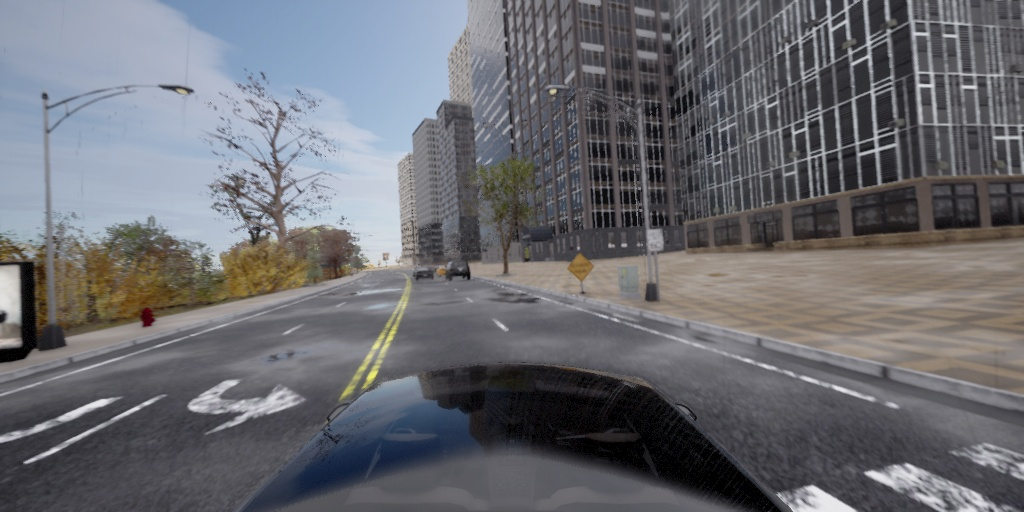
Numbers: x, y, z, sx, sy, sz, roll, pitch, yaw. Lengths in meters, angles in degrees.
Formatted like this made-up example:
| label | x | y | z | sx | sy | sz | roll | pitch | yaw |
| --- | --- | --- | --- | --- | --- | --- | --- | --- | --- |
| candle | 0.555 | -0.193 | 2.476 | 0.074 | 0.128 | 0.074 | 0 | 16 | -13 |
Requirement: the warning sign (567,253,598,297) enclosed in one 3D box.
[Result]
| label | x | y | z | sx | sy | sz | roll | pitch | yaw |
| --- | --- | --- | --- | --- | --- | --- | --- | --- | --- |
| warning sign | 3.079 | 0.773 | 15.631 | 1.300 | 1.860 | 1.060 | 0 | 0 | -14 |

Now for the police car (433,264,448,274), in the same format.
| label | x | y | z | sx | sy | sz | roll | pitch | yaw |
| --- | --- | --- | --- | --- | --- | --- | --- | --- | --- |
| police car | -12.745 | 2.250 | 63.769 | 1.930 | 1.638 | 5.238 | -3 | 0 | -18 |

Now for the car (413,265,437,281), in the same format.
| label | x | y | z | sx | sy | sz | roll | pitch | yaw |
| --- | --- | --- | --- | --- | --- | --- | --- | --- | --- |
| car | -10.156 | 2.008 | 41.550 | 1.882 | 1.535 | 5.008 | -3 | 0 | -16 |

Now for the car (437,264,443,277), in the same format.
| label | x | y | z | sx | sy | sz | roll | pitch | yaw |
| --- | --- | --- | --- | --- | --- | --- | --- | --- | --- |
| car | -9.270 | 2.012 | 49.674 | 1.882 | 1.535 | 5.008 | -3 | 0 | -17 |

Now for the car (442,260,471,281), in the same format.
| label | x | y | z | sx | sy | sz | roll | pitch | yaw |
| --- | --- | --- | --- | --- | --- | --- | --- | --- | --- |
| car | -5.704 | 1.482 | 37.608 | 2.150 | 2.045 | 5.566 | -3 | 0 | -15 |

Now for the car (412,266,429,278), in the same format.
| label | x | y | z | sx | sy | sz | roll | pitch | yaw |
| --- | --- | --- | --- | --- | --- | --- | --- | --- | --- |
| car | -13.423 | 2.273 | 52.323 | 2.128 | 1.511 | 4.902 | -3 | 0 | -17 |
